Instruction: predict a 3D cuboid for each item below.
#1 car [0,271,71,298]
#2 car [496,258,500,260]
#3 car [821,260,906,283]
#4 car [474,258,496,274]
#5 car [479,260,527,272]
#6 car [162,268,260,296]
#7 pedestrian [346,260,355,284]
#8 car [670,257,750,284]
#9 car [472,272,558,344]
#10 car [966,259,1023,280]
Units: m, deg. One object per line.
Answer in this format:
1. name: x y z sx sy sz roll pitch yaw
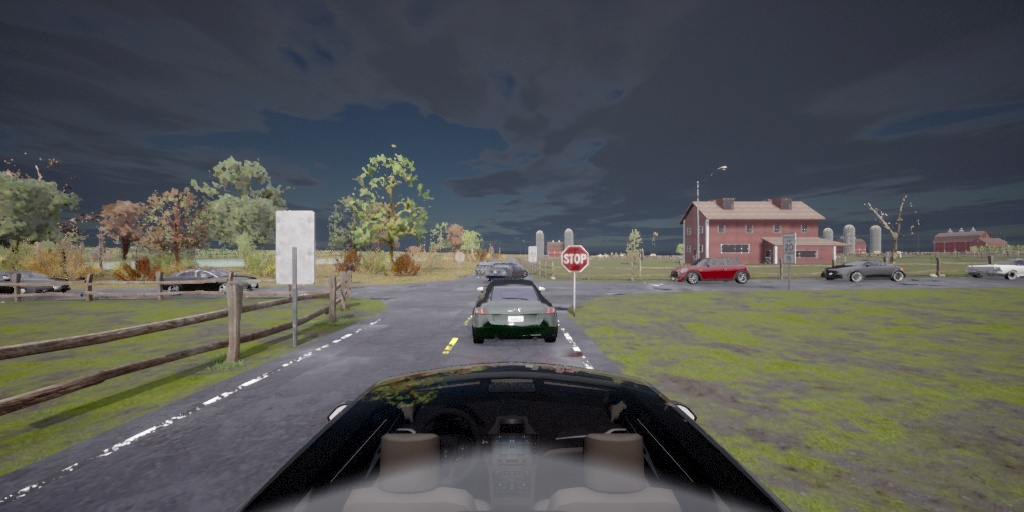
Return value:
1. car: -28.989 1.629 21.059 4.902 1.511 2.128 0 0 2
2. car: -2.760 1.307 46.831 1.994 1.385 4.181 0 0 1
3. car: 22.797 0.950 23.385 4.181 1.385 1.994 -1 0 1
4. car: -2.791 1.270 37.853 1.812 1.442 4.674 0 0 0
5. car: -0.373 1.266 28.436 2.033 1.411 5.357 0 -1 20
6. car: -17.434 1.473 20.827 4.902 1.511 2.128 -1 0 1
7. pedestrian: -12.122 1.161 26.731 0.375 1.860 0.375 0 1 1
8. car: 12.851 0.883 23.531 4.553 1.767 2.097 -1 0 2
9. car: -0.009 1.312 9.662 1.994 1.385 4.181 0 0 -3
10. car: 32.829 0.838 23.289 4.718 1.301 1.895 -1 0 1
